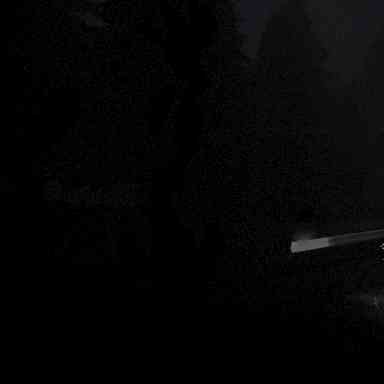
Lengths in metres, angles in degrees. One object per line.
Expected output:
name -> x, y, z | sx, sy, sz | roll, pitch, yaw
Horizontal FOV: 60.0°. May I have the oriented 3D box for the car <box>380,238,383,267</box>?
car -> 7.579, 1.477, 10.028 | 5.008, 1.535, 1.882 | 0, 0, -36
